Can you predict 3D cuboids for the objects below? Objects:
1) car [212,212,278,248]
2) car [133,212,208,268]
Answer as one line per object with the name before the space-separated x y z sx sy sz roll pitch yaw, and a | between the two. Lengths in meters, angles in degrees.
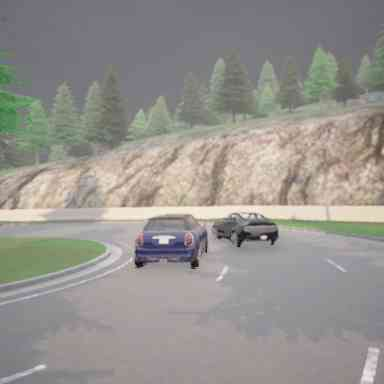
car | 2.417 1.729 16.220 2.128 1.511 4.902 0 -1 -14
car | -0.617 1.581 12.383 2.097 1.767 4.553 -1 -1 7
